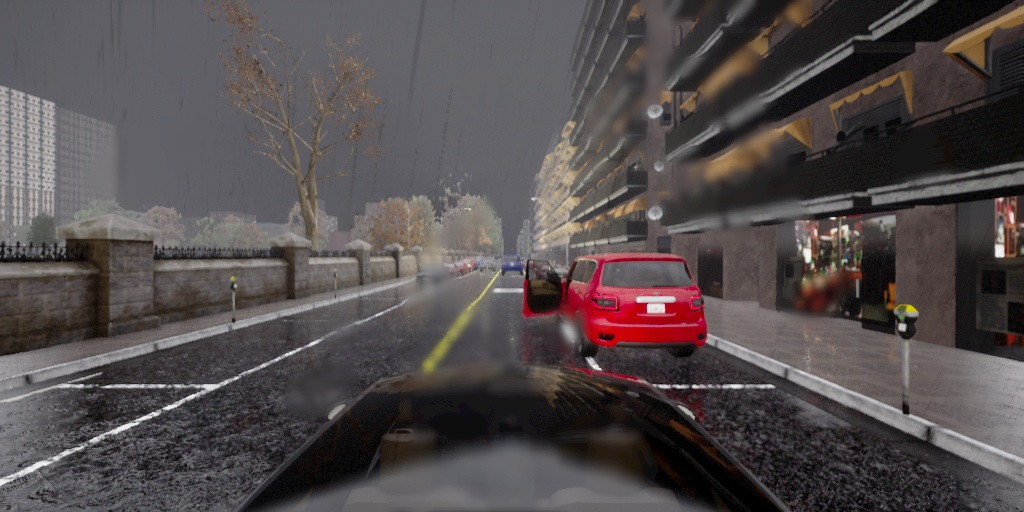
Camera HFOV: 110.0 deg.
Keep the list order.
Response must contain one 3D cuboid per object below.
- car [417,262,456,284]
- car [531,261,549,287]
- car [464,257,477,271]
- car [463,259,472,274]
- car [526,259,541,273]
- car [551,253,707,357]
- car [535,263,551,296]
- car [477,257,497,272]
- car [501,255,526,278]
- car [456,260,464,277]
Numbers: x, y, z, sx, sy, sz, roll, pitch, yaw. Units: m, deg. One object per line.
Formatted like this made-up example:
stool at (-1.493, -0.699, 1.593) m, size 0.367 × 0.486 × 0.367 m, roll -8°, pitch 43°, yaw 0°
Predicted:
car at (-5.715, 1.286, 26.669) m, size 1.948 × 1.339 × 4.313 m, roll 0°, pitch 0°, yaw 0°
car at (2.665, 1.266, 26.678) m, size 1.888 × 1.381 × 4.507 m, roll 0°, pitch 0°, yaw 0°
car at (-5.733, 1.150, 43.556) m, size 1.967 × 1.591 × 4.097 m, roll 0°, pitch 0°, yaw 0°
car at (-5.727, 1.255, 37.927) m, size 1.888 × 1.381 × 4.507 m, roll 0°, pitch 0°, yaw 0°
car at (2.641, 1.293, 49.195) m, size 1.802 × 1.307 × 4.207 m, roll 0°, pitch 0°, yaw 0°
car at (2.388, 0.963, 8.634) m, size 2.150 × 2.045 × 5.566 m, roll 0°, pitch 0°, yaw 0°
car at (2.671, 1.278, 21.047) m, size 2.007 × 1.370 × 4.403 m, roll 0°, pitch 0°, yaw 0°
car at (-3.049, 1.234, 46.135) m, size 1.837 × 1.490 × 4.892 m, roll 0°, pitch 0°, yaw 0°
car at (0.037, 0.930, 37.776) m, size 2.150 × 2.045 × 5.566 m, roll 0°, pitch 0°, yaw 0°
car at (-5.722, 1.296, 32.300) m, size 1.802 × 1.307 × 4.207 m, roll 0°, pitch 0°, yaw 0°
